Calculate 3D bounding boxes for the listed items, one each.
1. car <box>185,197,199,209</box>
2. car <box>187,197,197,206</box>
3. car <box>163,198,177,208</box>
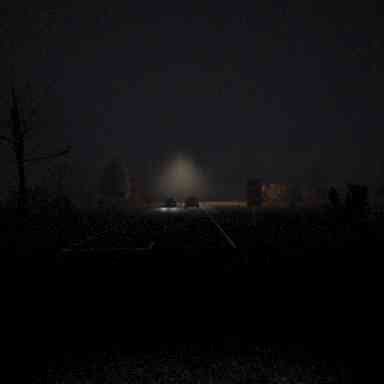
[{"bbox_3d":[0.004,1.527,49.494,2.097,1.767,4.553,-1,0,0],"label":"car"},{"bbox_3d":[0.010,1.730,59.527,1.837,1.490,4.892,-1,0,0],"label":"car"},{"bbox_3d":[-3.492,1.759,53.695,1.837,1.490,4.892,-1,0,0],"label":"car"}]
